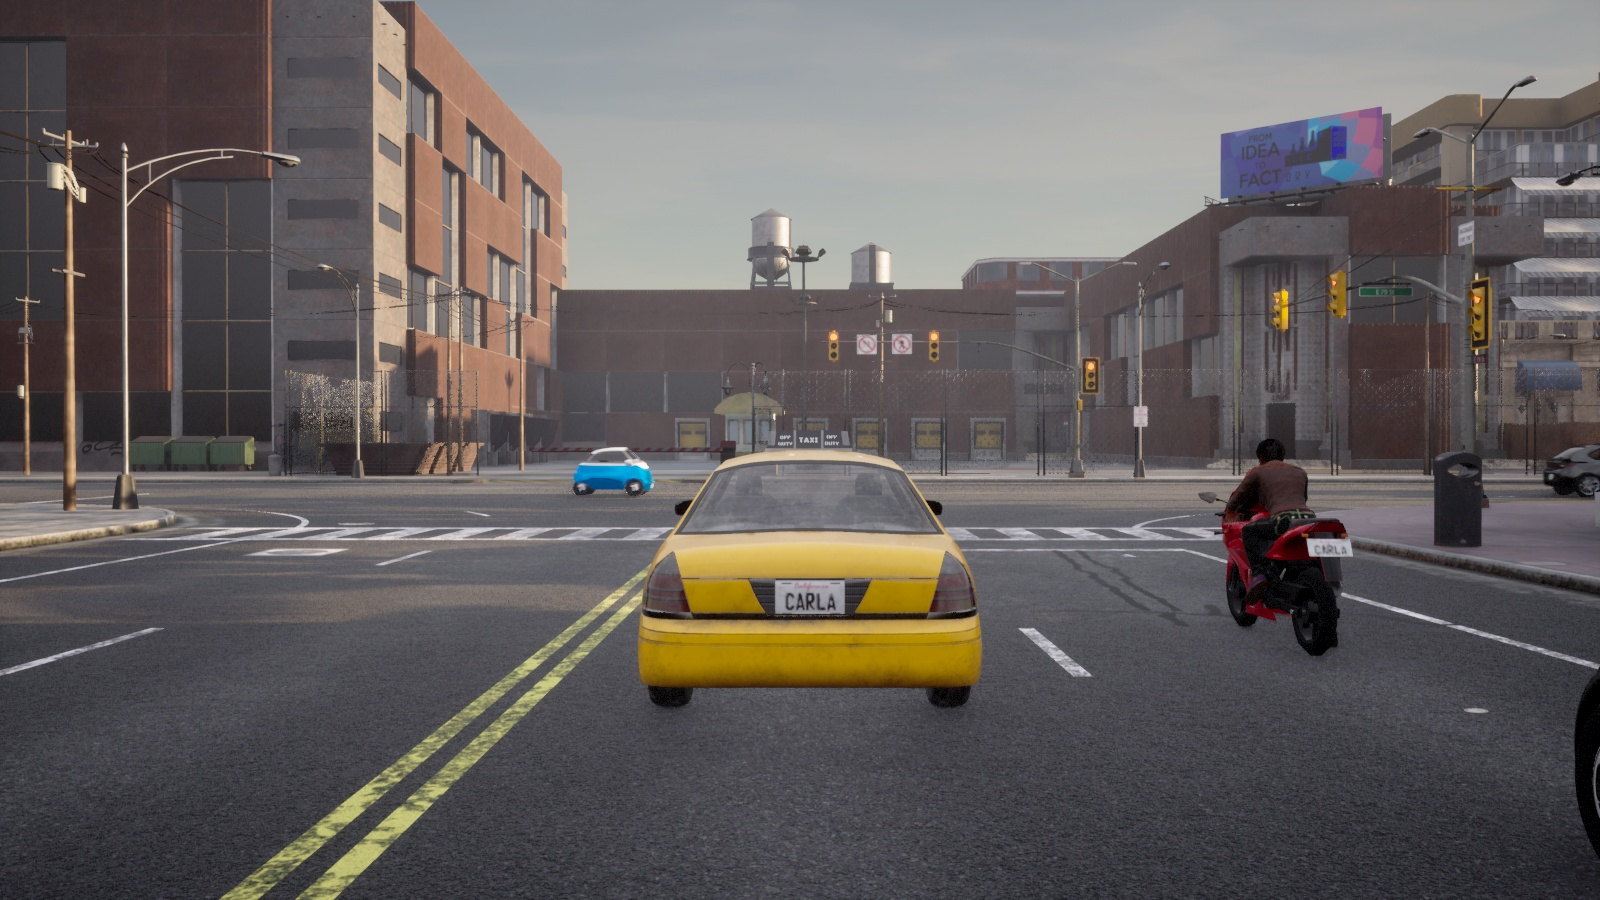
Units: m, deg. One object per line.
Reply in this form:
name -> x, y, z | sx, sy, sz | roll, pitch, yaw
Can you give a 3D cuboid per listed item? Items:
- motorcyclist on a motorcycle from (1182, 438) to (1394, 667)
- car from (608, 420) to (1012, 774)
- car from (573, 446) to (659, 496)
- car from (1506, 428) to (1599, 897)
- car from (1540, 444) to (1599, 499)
motorcyclist on a motorcycle -> 3.563, 0.678, 9.397 | 0.797, 1.523, 2.044 | 0, 0, 0
car -> 0.057, 0.639, 8.274 | 1.801, 1.575, 5.366 | 0, 0, 0
car -> -5.204, 0.596, 35.711 | 2.207, 1.376, 1.481 | 0, 0, 1
car -> 3.526, 0.712, 2.849 | 1.789, 1.549, 3.705 | 0, 0, 1
car -> 22.878, 0.585, 34.312 | 4.193, 1.474, 1.816 | 0, 0, 11
